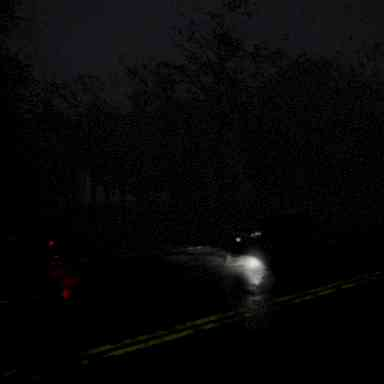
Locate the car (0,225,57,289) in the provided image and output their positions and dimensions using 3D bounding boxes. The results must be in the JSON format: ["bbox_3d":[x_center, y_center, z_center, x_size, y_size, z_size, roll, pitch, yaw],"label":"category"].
[{"bbox_3d":[-5.707,1.488,7.594,4.902,1.511,2.128,1,0,-35],"label":"car"}]

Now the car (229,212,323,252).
[{"bbox_3d":[3.735,1.595,14.288,4.674,1.442,1.812,1,0,-34],"label":"car"}]
